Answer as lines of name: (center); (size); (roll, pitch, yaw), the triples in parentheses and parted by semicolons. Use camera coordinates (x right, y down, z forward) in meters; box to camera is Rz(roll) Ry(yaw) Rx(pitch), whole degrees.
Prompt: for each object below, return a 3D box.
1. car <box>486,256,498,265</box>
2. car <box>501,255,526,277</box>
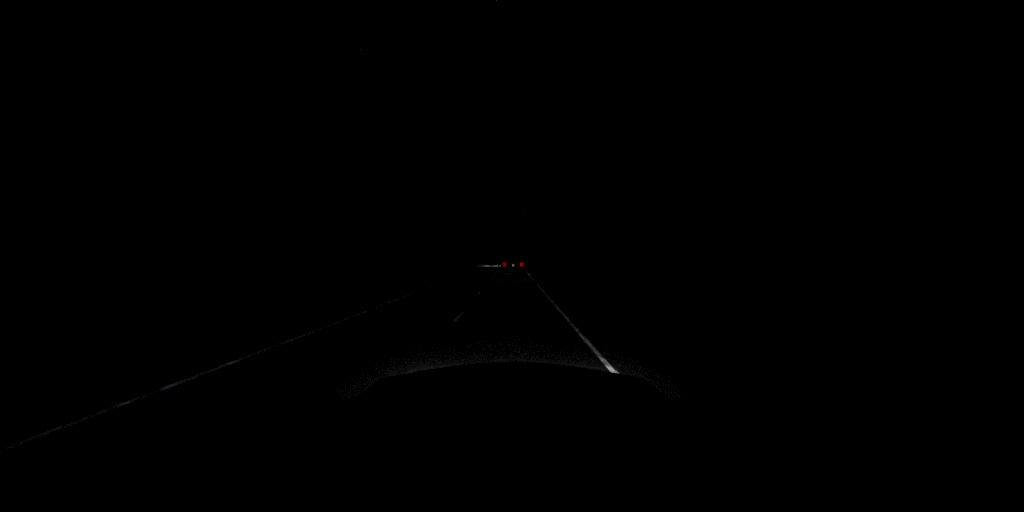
car: (-3.532, 0.834, 63.020); (1.837, 1.490, 4.892); (0, 1, 1)
car: (0.101, 0.897, 34.108); (2.150, 2.045, 5.566); (0, 0, 0)
